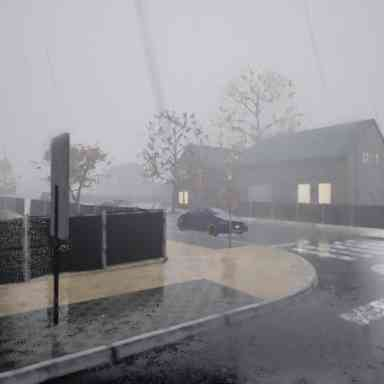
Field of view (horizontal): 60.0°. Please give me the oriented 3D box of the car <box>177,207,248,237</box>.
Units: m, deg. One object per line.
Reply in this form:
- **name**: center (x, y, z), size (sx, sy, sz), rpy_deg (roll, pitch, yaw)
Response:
- **car**: center (0.995, 1.483, 17.652), size (1.994, 1.385, 4.181), rpy_deg (1, 0, -37)

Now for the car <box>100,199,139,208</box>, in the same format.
- **car**: center (-5.791, 1.358, 26.638), size (2.128, 1.511, 4.902), rpy_deg (1, 0, -37)

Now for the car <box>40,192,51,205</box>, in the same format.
- **car**: center (-18.022, 0.996, 42.943), size (2.150, 2.045, 5.566), rpy_deg (1, -1, -37)
